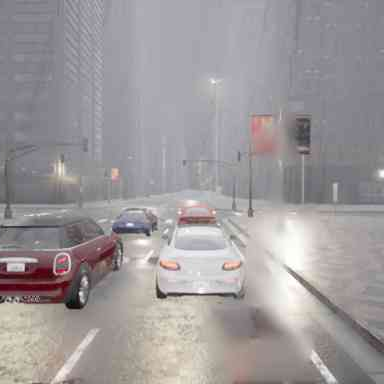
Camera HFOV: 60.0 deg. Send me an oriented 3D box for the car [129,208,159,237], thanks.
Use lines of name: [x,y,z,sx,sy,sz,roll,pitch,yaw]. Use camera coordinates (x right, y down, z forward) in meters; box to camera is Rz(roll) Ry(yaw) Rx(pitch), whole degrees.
car: [-2.985,1.550,18.129,1.994,1.385,4.181,0,0,1]

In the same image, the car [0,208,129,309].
car: [-3.085,1.347,7.996,2.097,1.767,4.553,0,0,0]

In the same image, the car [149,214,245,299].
car: [0.182,1.521,8.309,1.812,1.442,4.674,0,0,0]

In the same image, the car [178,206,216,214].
car: [0.263,1.465,17.638,1.882,1.535,5.008,0,0,0]
